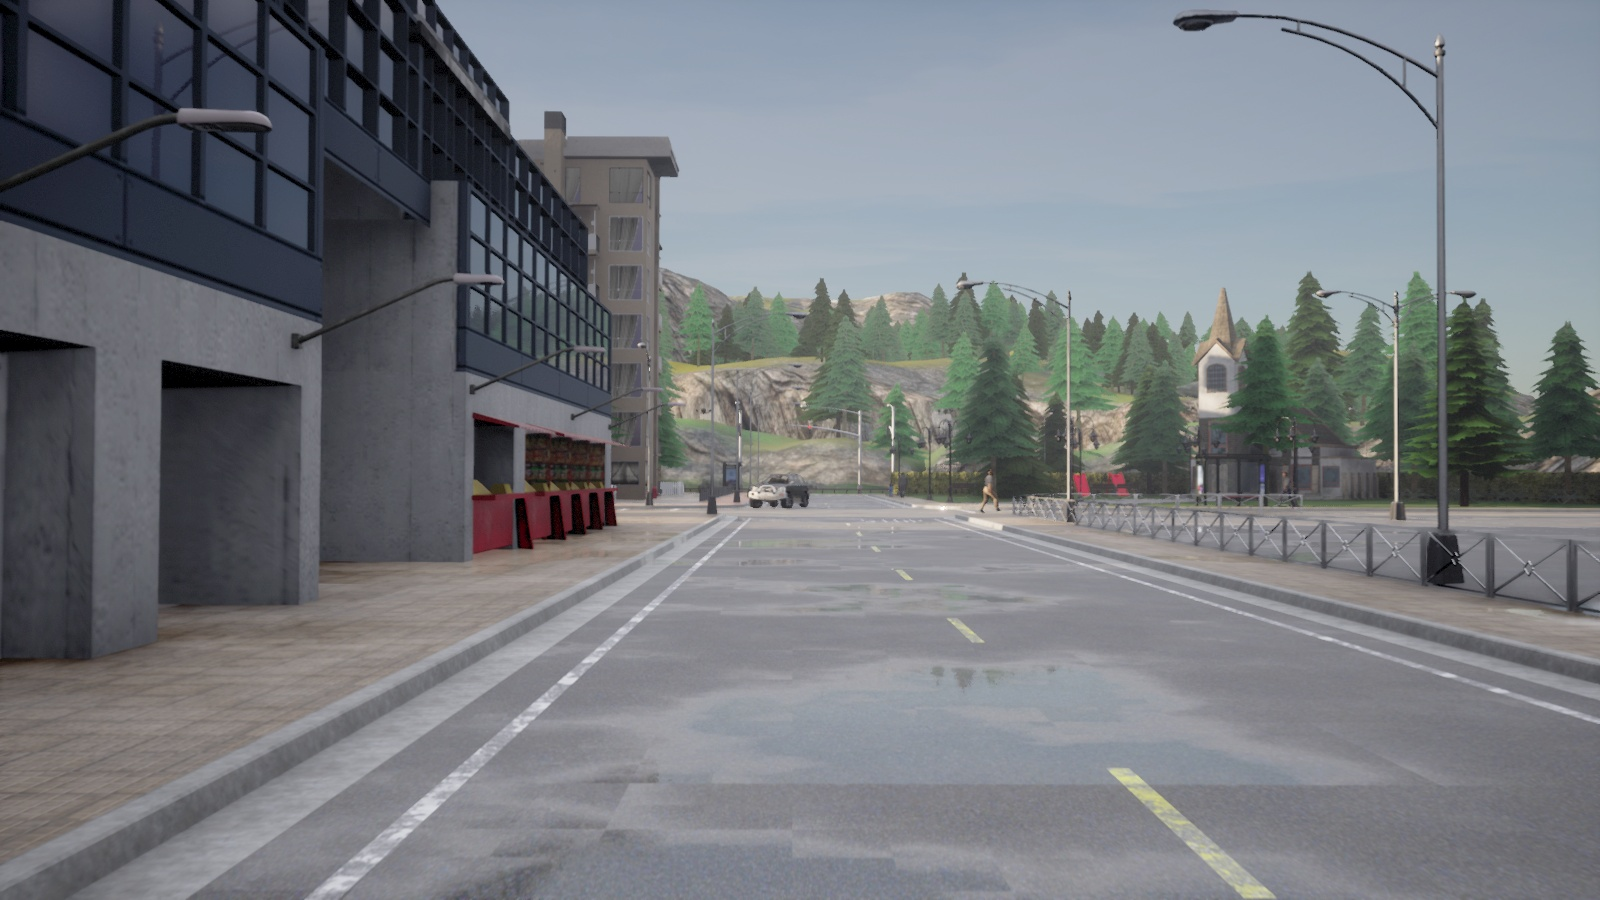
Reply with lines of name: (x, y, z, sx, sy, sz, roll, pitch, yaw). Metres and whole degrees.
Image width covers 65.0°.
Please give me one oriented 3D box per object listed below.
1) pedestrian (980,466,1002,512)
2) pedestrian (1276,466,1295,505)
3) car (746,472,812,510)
pedestrian: (7.722, 1.578, 50.822, 0.694, 1.848, 0.540, 0, -1, -20)
pedestrian: (24.424, 1.783, 63.185, 0.788, 1.949, 0.423, 0, -1, -3)
car: (-1.024, 2.050, 63.953, 1.932, 1.855, 4.605, 0, -1, 18)
